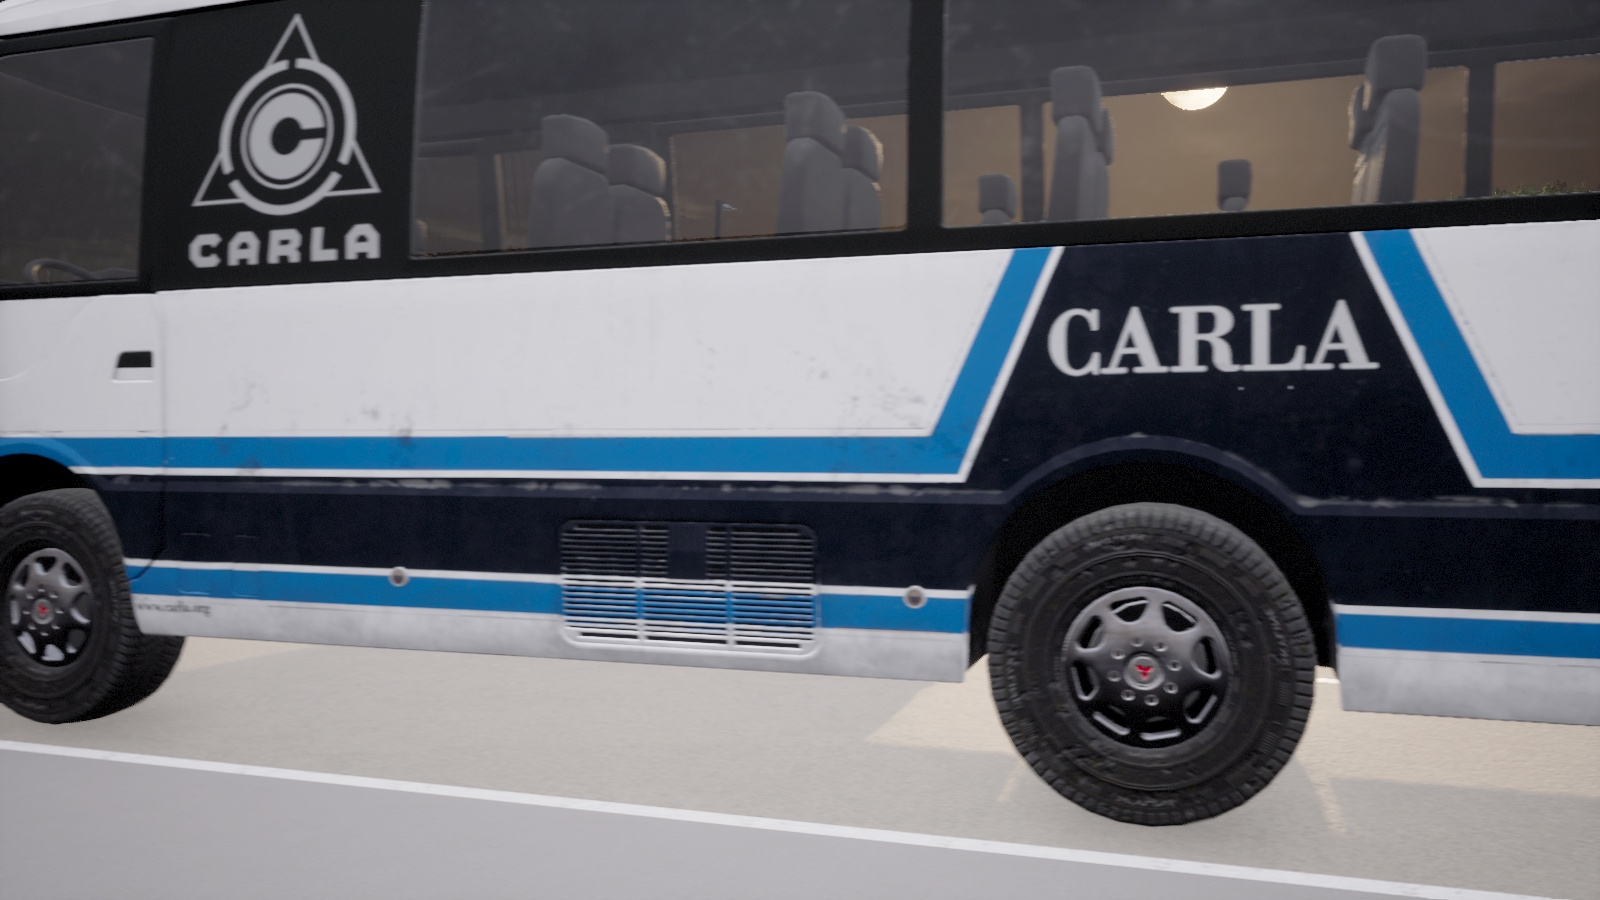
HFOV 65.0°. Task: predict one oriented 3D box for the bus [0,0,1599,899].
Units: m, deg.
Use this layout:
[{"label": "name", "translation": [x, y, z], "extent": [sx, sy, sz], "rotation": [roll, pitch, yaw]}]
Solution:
[{"label": "bus", "translation": [-0.774, -0.669, 7.126], "extent": [10.273, 4.253, 3.944], "rotation": [1, 1, 19]}]
